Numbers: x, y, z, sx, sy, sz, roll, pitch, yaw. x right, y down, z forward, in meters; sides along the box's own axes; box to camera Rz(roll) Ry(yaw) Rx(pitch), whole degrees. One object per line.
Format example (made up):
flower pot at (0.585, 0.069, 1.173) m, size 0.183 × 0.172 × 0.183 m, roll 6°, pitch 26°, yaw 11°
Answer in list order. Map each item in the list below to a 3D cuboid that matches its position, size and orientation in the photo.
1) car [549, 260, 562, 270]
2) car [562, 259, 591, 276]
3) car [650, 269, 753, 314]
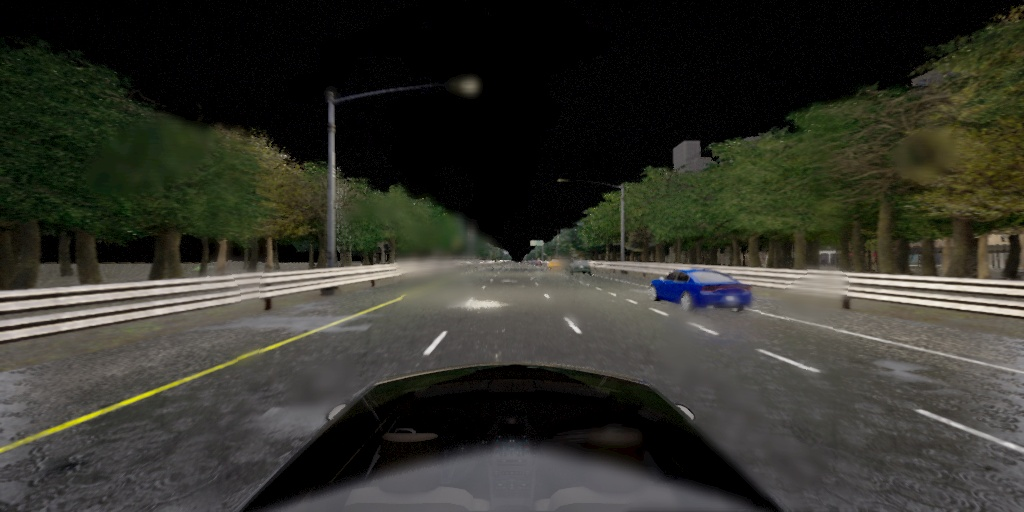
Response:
car at (7.171, 1.452, 59.242) m, size 1.882 × 1.535 × 5.008 m, roll 0°, pitch -1°, yaw 0°
car at (7.069, 1.156, 38.605) m, size 2.097 × 1.767 × 4.553 m, roll 0°, pitch 0°, yaw 0°
car at (7.012, 1.229, 13.904) m, size 1.882 × 1.535 × 5.008 m, roll 0°, pitch 0°, yaw 0°
